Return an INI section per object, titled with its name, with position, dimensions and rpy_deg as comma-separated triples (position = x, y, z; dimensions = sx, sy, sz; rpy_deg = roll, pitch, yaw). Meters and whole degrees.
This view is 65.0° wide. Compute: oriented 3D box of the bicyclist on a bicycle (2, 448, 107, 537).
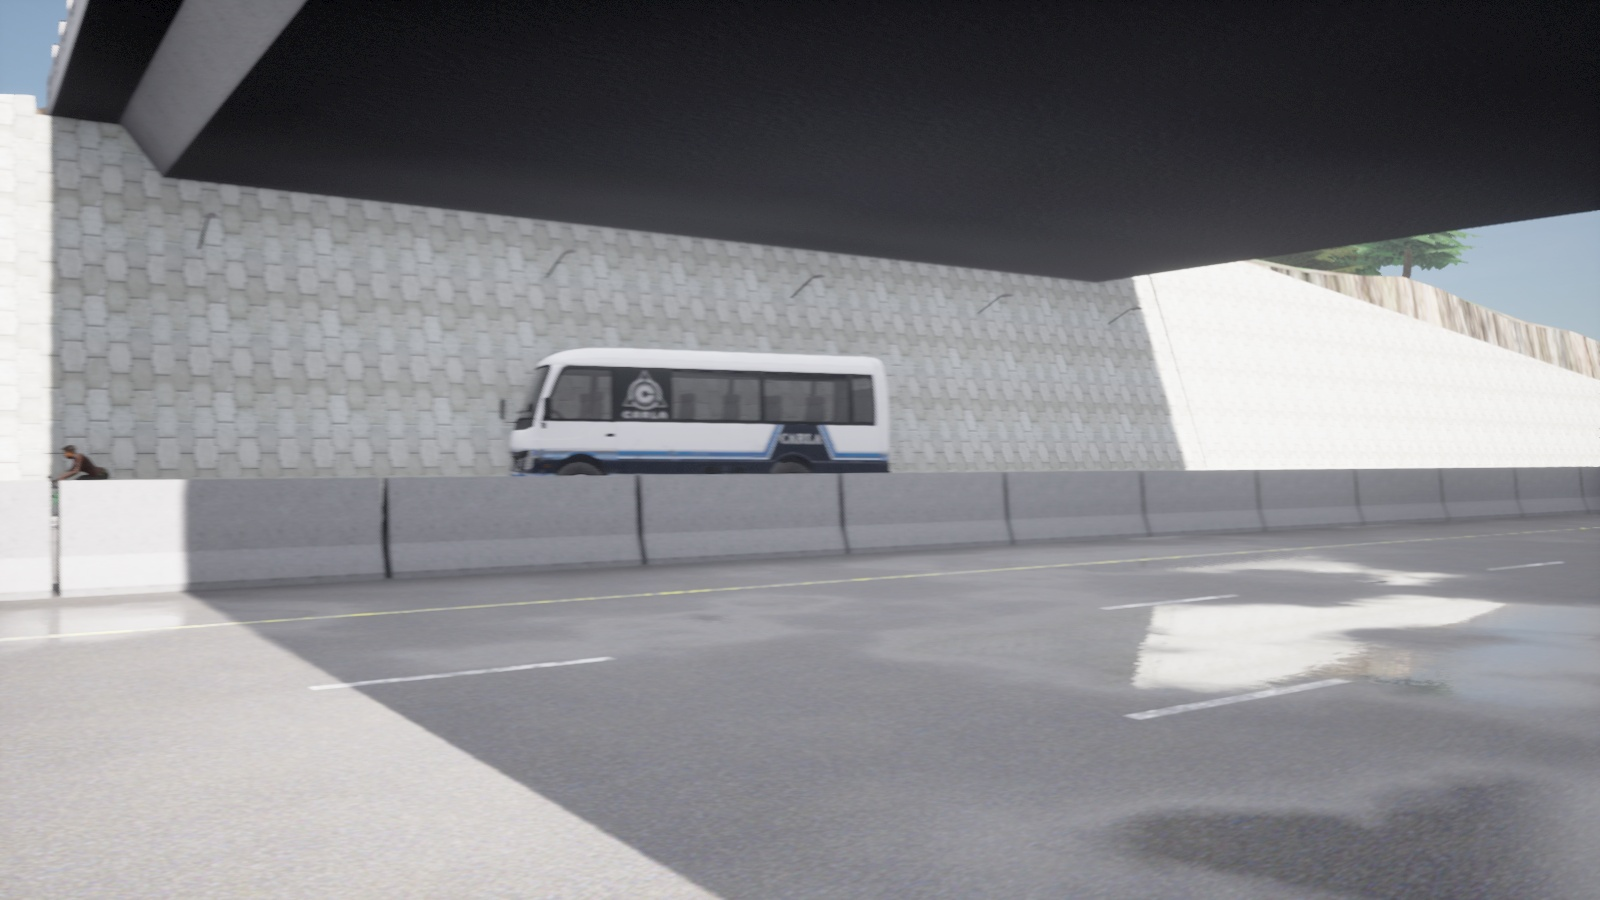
[bicyclist on a bicycle]
position = -14.075, 0.786, 23.713
dimensions = 1.656, 1.620, 0.582
rpy_deg = 0, 0, -35

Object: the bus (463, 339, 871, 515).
[bus]
position = -3.602, -0.540, 33.816
dimensions = 10.273, 4.253, 3.944
rpy_deg = 0, 0, -19
